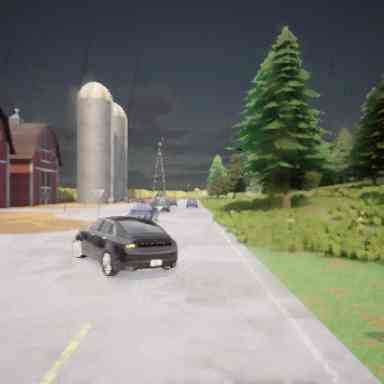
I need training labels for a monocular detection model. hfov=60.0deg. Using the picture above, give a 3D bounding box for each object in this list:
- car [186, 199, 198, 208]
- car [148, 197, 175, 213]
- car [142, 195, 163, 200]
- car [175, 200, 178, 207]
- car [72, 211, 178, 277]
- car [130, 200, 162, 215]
[{"bbox_3d":[-0.002,1.783,53.156,2.033,1.411,5.357,0,0,0],"label":"car"},{"bbox_3d":[-3.588,1.666,39.659,2.128,1.511,4.902,0,0,0],"label":"car"},{"bbox_3d":[-9.060,1.876,73.636,4.181,1.381,1.994,0,0,-1],"label":"car"},{"bbox_3d":[-3.509,1.817,56.995,1.994,1.385,4.181,0,0,0],"label":"car"},{"bbox_3d":[-2.250,1.519,10.437,1.837,1.490,4.892,3,-1,-34],"label":"car"},{"bbox_3d":[-3.691,1.640,25.655,1.812,1.442,4.674,0,0,2],"label":"car"}]
